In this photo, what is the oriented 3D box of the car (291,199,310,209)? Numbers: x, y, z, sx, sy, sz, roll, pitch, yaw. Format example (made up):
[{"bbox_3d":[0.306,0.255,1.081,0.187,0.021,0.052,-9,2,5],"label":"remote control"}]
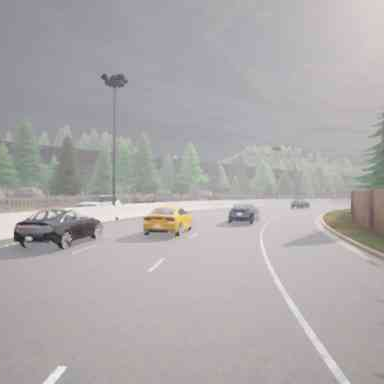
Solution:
[{"bbox_3d":[16.794,1.834,51.402,2.128,1.511,4.902,0,-1,35],"label":"car"}]

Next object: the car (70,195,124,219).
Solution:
[{"bbox_3d":[-8.827,1.274,31.503,2.150,2.045,5.566,0,0,19],"label":"car"}]

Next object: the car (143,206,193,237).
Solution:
[{"bbox_3d":[-1.216,1.542,18.847,1.882,1.535,5.008,0,0,12],"label":"car"}]

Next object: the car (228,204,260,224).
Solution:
[{"bbox_3d":[4.155,1.648,26.250,2.163,1.488,4.792,0,0,18],"label":"car"}]

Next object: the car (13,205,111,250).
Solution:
[{"bbox_3d":[-5.582,1.504,14.514,2.128,1.511,4.902,0,0,9],"label":"car"}]
